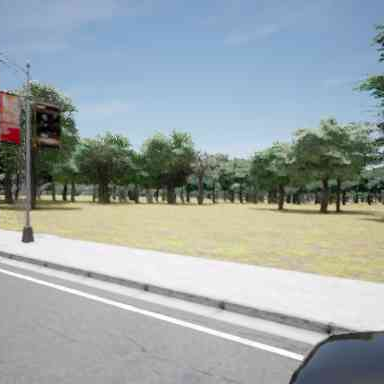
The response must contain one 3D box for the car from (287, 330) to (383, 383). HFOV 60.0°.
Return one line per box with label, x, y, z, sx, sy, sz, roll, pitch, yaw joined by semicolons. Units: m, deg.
car;2.587;1.564;1.840;4.181;1.385;1.994;0;0;36
